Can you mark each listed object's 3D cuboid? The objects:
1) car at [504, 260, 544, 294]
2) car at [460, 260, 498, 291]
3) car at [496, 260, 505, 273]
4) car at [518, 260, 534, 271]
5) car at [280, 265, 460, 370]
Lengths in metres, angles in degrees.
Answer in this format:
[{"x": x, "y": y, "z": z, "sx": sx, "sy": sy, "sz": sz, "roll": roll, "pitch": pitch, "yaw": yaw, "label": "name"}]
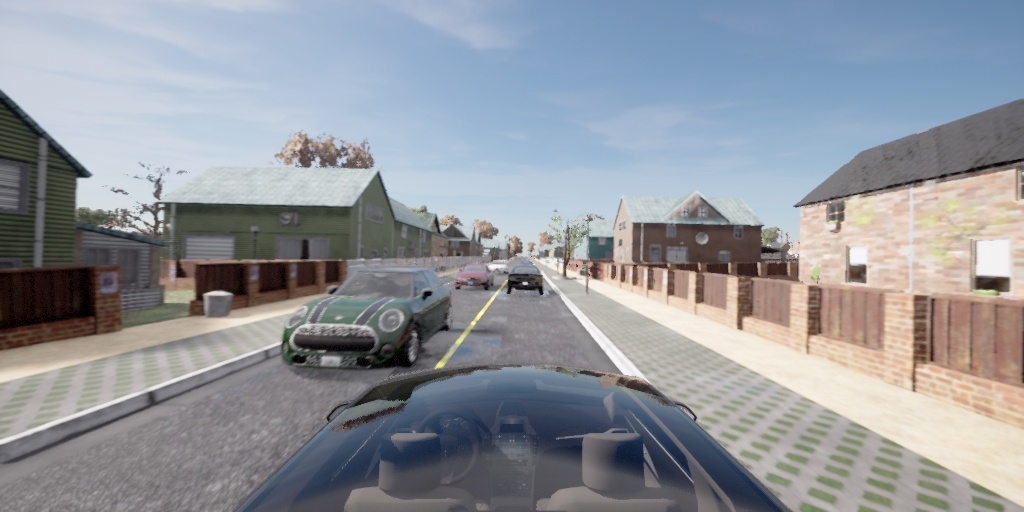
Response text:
[{"x": 0.761, "y": 1.217, "z": 20.353, "sx": 1.882, "sy": 1.535, "sz": 5.008, "roll": 1, "pitch": 0, "yaw": 2, "label": "car"}, {"x": -2.140, "y": 1.188, "z": 21.575, "sx": 1.812, "sy": 1.442, "sz": 4.674, "roll": 1, "pitch": 0, "yaw": 2, "label": "car"}, {"x": -1.425, "y": 1.178, "z": 37.447, "sx": 1.812, "sy": 1.442, "sz": 4.674, "roll": 1, "pitch": 0, "yaw": 2, "label": "car"}, {"x": 1.899, "y": 1.277, "z": 49.383, "sx": 1.994, "sy": 1.385, "sz": 4.181, "roll": 1, "pitch": 0, "yaw": 2, "label": "car"}, {"x": -2.683, "y": 1.024, "z": 7.750, "sx": 2.097, "sy": 1.767, "sz": 4.553, "roll": 1, "pitch": 0, "yaw": 2, "label": "car"}]
